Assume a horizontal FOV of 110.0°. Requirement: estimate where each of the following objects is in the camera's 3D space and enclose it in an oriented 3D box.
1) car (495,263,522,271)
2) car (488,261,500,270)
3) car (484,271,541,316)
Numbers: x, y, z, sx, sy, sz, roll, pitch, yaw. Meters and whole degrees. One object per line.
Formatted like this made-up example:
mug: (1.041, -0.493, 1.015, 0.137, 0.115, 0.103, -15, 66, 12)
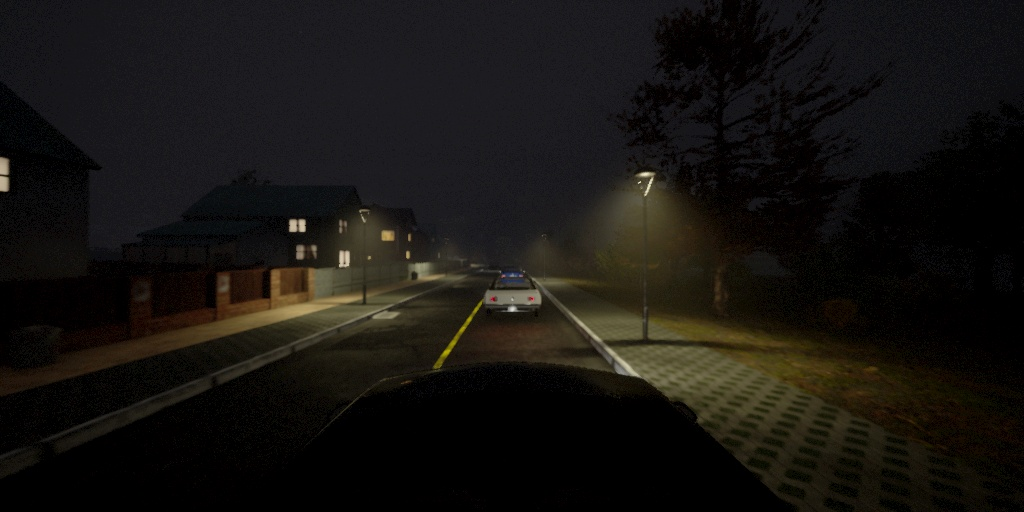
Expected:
car: (0.019, 1.445, 27.196, 2.033, 1.411, 5.357, 0, 0, 0)
car: (-2.821, 1.539, 58.686, 1.882, 1.535, 5.008, 0, 0, 0)
car: (0.037, 1.424, 13.719, 1.895, 1.301, 4.718, 0, 0, 1)
